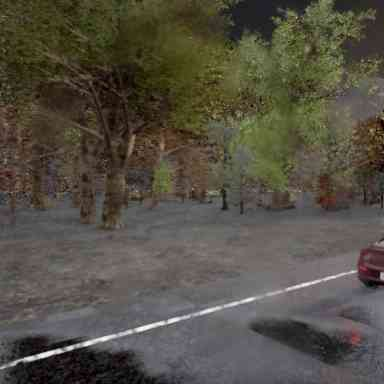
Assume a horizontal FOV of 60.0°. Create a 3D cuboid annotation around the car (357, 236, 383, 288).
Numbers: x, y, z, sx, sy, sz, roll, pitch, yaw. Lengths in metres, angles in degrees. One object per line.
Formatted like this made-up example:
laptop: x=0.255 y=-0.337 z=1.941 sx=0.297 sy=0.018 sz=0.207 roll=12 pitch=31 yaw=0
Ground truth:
car: x=5.695 y=1.484 z=7.811 sx=4.674 sy=1.442 sz=1.812 roll=0 pitch=0 yaw=-35
